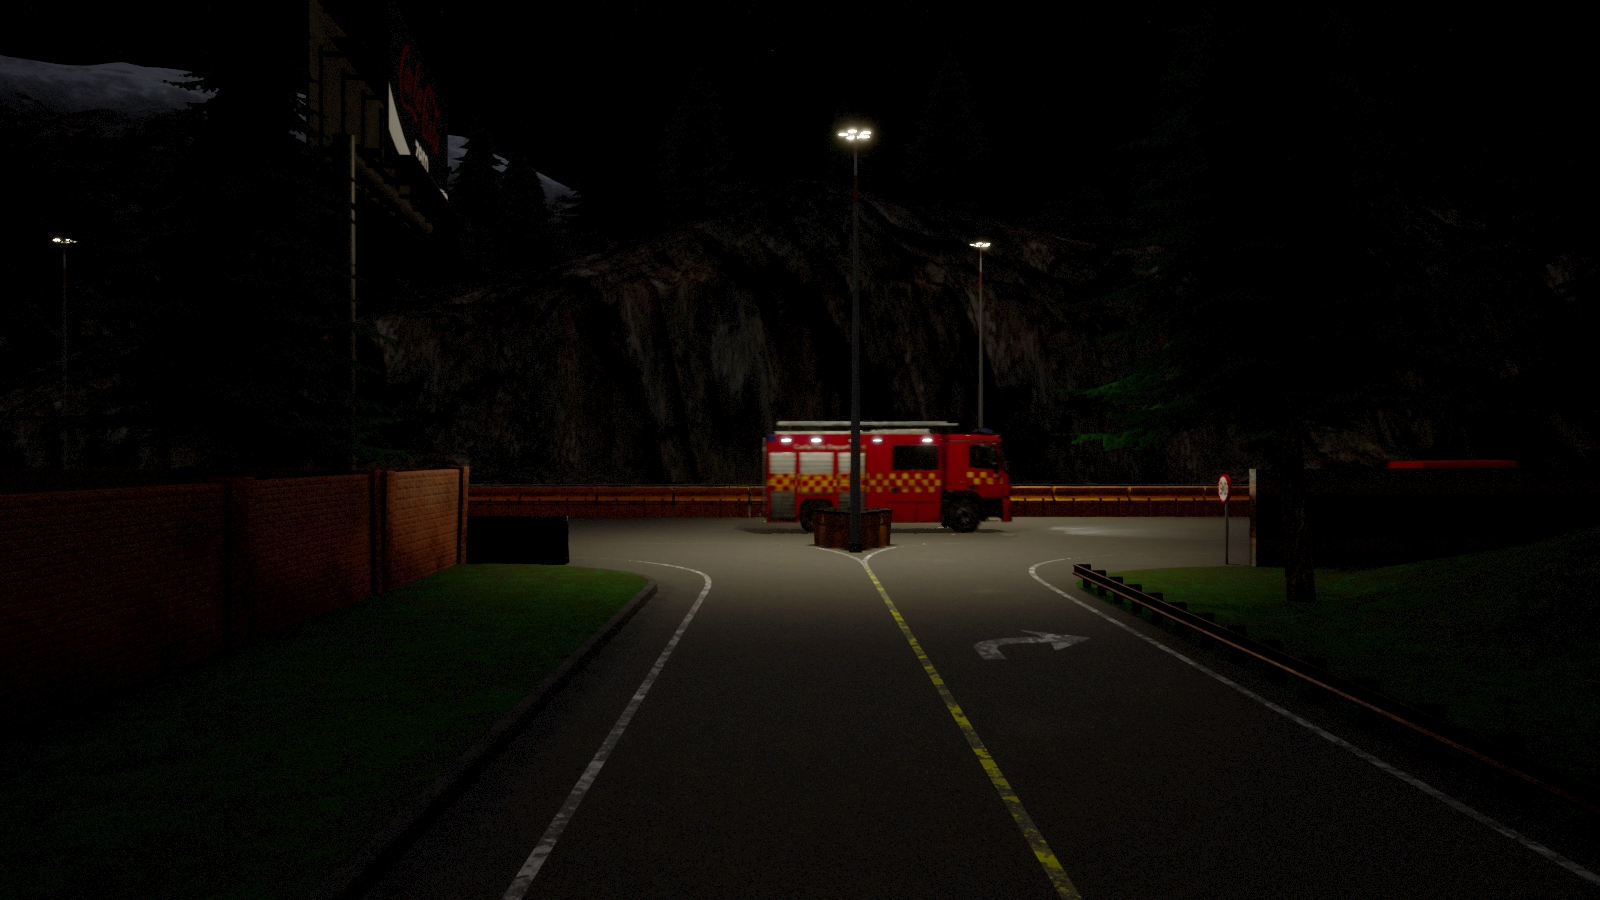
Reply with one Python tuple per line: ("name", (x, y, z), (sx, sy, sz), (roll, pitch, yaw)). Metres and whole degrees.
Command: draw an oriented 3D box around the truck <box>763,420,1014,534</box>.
("truck", (2.947, 0.891, 39.815), (8.468, 3.827, 2.891), (0, 0, -1))
